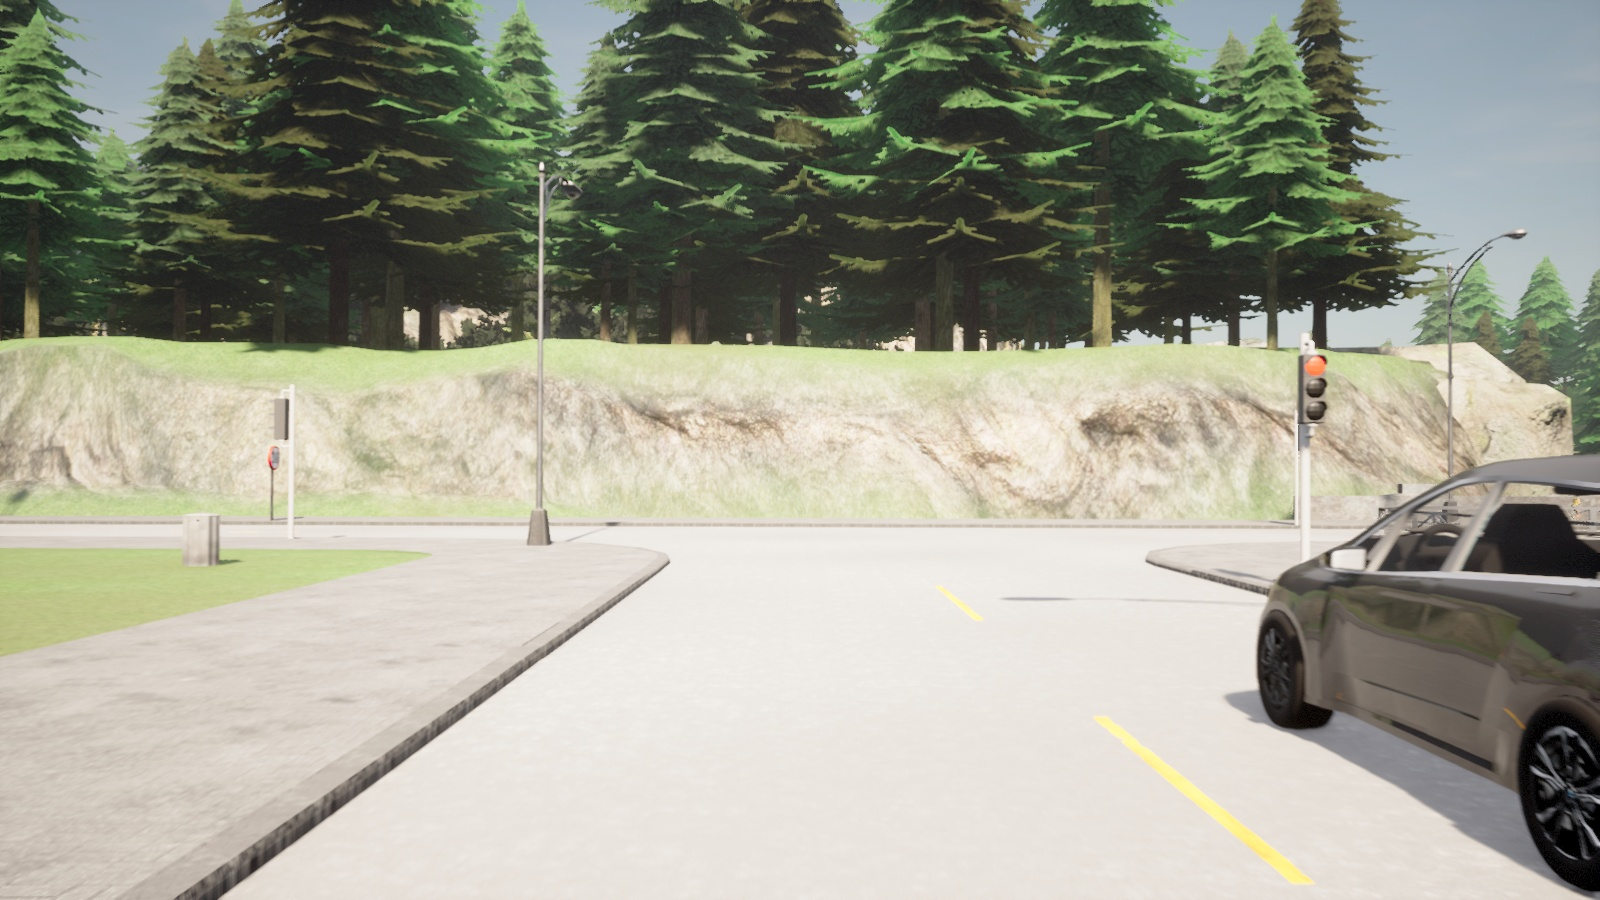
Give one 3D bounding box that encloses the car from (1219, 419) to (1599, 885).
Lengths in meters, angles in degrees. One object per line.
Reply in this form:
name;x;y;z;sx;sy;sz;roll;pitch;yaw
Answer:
car;3.983;0.748;6.276;2.242;1.667;4.611;0;-1;0
